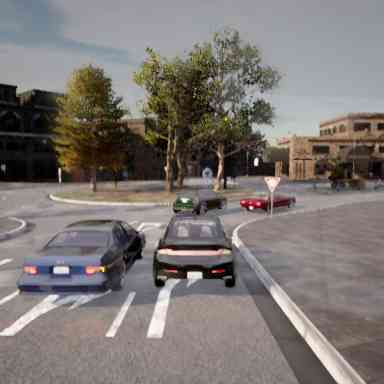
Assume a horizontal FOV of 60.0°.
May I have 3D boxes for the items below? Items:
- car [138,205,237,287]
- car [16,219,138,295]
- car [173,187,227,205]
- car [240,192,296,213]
[{"bbox_3d":[0.086,1.368,8.995,2.128,1.511,4.902,0,2,1],"label":"car"},{"bbox_3d":[-2.426,1.432,8.689,2.033,1.411,5.357,0,2,0],"label":"car"},{"bbox_3d":[0.666,0.453,23.228,2.097,1.767,4.553,3,6,32],"label":"car"},{"bbox_3d":[5.603,0.636,24.010,4.718,1.301,1.895,-5,7,-44],"label":"car"}]
